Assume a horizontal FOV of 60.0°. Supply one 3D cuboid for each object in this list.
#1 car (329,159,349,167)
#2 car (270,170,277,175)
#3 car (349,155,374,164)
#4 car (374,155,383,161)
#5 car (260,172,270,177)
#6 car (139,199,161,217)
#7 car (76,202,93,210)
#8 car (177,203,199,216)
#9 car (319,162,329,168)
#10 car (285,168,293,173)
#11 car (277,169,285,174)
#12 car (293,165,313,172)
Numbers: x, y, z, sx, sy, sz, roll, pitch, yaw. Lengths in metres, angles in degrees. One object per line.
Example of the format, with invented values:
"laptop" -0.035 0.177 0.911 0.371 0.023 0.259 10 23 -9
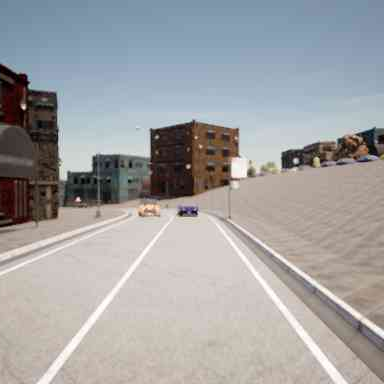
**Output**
"car" 21.883 -3.986 46.979 2.231 1.521 4.892 0 1 -1
"car" 21.169 -4.530 80.119 2.185 1.767 4.553 0 1 -1
"car" 22.114 -3.847 41.437 2.002 1.452 4.674 0 1 -2
"car" 22.464 -3.782 35.900 2.097 1.535 5.008 0 1 -4
"car" 20.934 -4.518 91.134 2.231 1.521 4.892 0 1 -1
"car" -4.113 1.495 32.879 2.097 1.767 4.553 0 -1 -6
"car" -22.922 2.955 70.747 4.892 1.490 1.837 -4 -2 45
"car" -0.533 1.761 34.924 1.895 1.301 4.718 0 -1 -7
"car" 21.757 -4.068 52.497 2.231 1.521 4.892 0 1 -1
"car" 21.408 -4.232 68.927 2.002 1.452 4.674 0 1 -1
"car" 21.287 -4.466 74.600 2.185 1.767 4.553 0 1 -1
"car" 21.525 -4.330 63.433 2.185 1.767 4.553 0 1 -1
